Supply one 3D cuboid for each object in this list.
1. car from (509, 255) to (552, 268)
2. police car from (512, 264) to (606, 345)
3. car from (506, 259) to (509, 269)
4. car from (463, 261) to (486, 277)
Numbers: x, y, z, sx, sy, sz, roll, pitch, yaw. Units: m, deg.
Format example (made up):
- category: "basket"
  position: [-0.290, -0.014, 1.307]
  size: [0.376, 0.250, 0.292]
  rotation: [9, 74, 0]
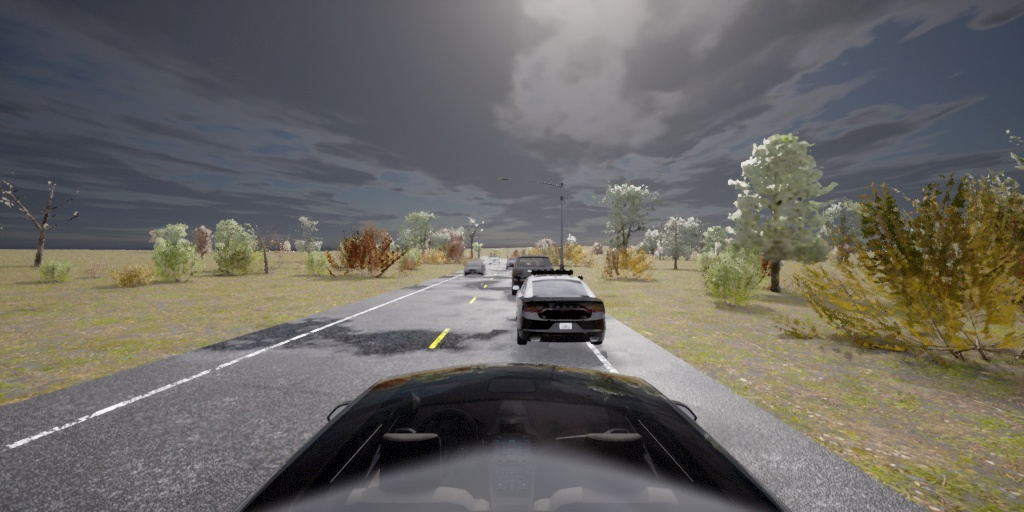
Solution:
- category: "car"
  position: [1.060, 0.957, 19.536]
  size: [2.150, 2.045, 5.566]
  rotation: [0, 0, 0]
- category: "police car"
  position: [1.055, 1.170, 9.615]
  size: [1.930, 1.638, 5.238]
  rotation: [0, 0, 0]
- category: "car"
  position: [0.082, 1.209, 52.255]
  size: [2.033, 1.411, 5.357]
  rotation: [0, 0, 1]
- category: "car"
  position: [-3.582, 1.210, 35.051]
  size: [1.837, 1.490, 4.892]
  rotation: [0, 0, 0]
